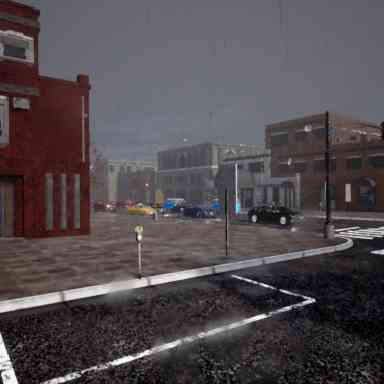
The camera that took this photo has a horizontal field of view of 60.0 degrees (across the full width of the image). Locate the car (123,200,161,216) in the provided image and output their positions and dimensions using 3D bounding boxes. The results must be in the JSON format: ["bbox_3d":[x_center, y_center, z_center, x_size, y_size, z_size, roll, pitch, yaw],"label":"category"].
[{"bbox_3d":[-5.968,2.048,39.208,1.752,1.417,4.829,-2,0,-36],"label":"car"}]

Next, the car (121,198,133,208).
[{"bbox_3d":[-12.646,2.085,62.519,2.192,1.841,5.009,-2,0,-36],"label":"car"}]

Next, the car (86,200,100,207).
[{"bbox_3d":[-22.643,2.595,76.237,1.802,1.307,4.206,-2,0,-36],"label":"car"}]

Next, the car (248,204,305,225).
[{"bbox_3d":[6.594,1.750,26.338,1.837,1.490,4.892,-1,0,-36],"label":"car"}]

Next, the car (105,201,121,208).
[{"bbox_3d":[-15.973,2.433,67.092,1.802,1.307,4.206,-2,0,-36],"label":"car"}]

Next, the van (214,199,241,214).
[{"bbox_3d":[4.029,1.707,39.657,1.690,1.788,3.998,-2,0,-36],"label":"van"}]

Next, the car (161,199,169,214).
[{"bbox_3d":[-5.156,2.034,42.468,1.837,1.490,4.892,-1,0,-36],"label":"car"}]

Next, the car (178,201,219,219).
[{"bbox_3d":[0.773,1.950,34.340,1.994,1.385,4.181,-1,0,-35],"label":"car"}]

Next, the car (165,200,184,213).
[{"bbox_3d":[-1.144,2.029,42.383,1.994,1.385,4.181,-1,0,-36],"label":"car"}]

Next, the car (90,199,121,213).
[{"bbox_3d":[-12.744,2.001,48.490,2.192,1.841,5.009,-2,0,-36],"label":"car"}]
